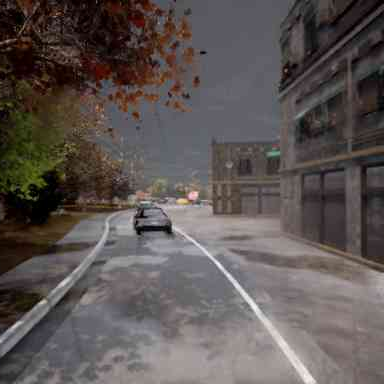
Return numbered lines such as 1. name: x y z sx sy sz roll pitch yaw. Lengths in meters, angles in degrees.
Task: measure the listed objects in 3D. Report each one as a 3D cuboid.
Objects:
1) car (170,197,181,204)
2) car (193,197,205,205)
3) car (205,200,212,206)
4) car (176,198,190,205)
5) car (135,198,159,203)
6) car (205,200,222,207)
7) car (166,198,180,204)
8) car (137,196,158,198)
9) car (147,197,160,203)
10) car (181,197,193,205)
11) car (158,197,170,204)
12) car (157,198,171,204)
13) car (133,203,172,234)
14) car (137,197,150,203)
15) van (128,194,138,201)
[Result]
1. car: -4.930 1.969 77.125 2.185 1.767 4.553 4 -2 -24
2. car: 0.172 2.183 79.359 2.435 2.045 5.566 4 -2 -24
3. car: 2.724 2.590 80.438 2.231 1.521 4.892 3 -2 -24
4. car: -2.661 2.672 92.568 1.946 1.575 5.366 4 -2 -24
5. car: -5.291 1.691 39.061 1.812 1.442 4.674 0 -1 -2
6. car: 5.274 2.764 81.531 2.163 1.488 4.792 3 -2 -24
7. car: -5.217 2.515 91.448 1.946 1.575 5.366 4 -2 -24
8. car: -10.005 1.760 74.834 2.163 1.488 4.792 4 -2 -24
9. car: -10.361 2.209 88.993 2.002 1.452 4.674 4 -2 -24
10. car: -2.382 2.268 78.201 2.097 1.535 5.008 4 -2 -24
11. car: -7.484 1.942 76.003 2.163 1.488 4.792 4 -2 -24
12. car: -7.709 2.381 90.184 2.163 1.488 4.792 4 -2 -24
13. car: -2.380 1.587 19.417 1.994 1.385 4.181 0 0 -12
14. car: -12.906 2.027 87.878 2.002 1.452 4.674 4 -2 -24
15. van: -15.283 1.589 86.697 1.878 1.987 4.442 4 -1 -24
